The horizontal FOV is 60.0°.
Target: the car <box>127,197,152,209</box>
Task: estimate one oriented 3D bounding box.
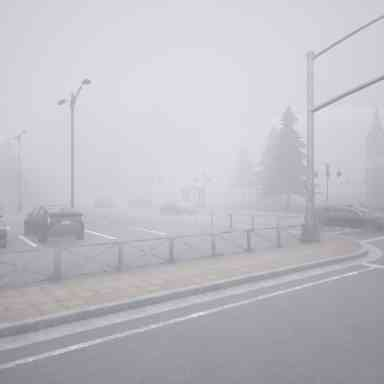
[{"bbox_3d":[-7.412,1.505,46.659,1.837,1.490,4.892,0,0,-36],"label":"car"}]

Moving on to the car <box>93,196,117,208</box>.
[{"bbox_3d":[-12.397,1.405,47.349,2.097,1.767,4.553,0,0,-36],"label":"car"}]

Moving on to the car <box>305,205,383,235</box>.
[{"bbox_3d":[9.004,1.491,19.140,2.128,1.511,4.902,0,0,-44],"label":"car"}]

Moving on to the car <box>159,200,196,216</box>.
[{"bbox_3d":[-1.525,1.526,32.487,1.812,1.442,4.674,0,0,-37],"label":"car"}]

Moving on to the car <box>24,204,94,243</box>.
[{"bbox_3d":[-6.387,1.340,15.298,2.007,1.523,4.514,0,0,-36],"label":"car"}]

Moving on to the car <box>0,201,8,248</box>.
[{"bbox_3d":[-8.898,1.331,13.418,2.152,1.636,5.027,0,0,-36],"label":"car"}]
